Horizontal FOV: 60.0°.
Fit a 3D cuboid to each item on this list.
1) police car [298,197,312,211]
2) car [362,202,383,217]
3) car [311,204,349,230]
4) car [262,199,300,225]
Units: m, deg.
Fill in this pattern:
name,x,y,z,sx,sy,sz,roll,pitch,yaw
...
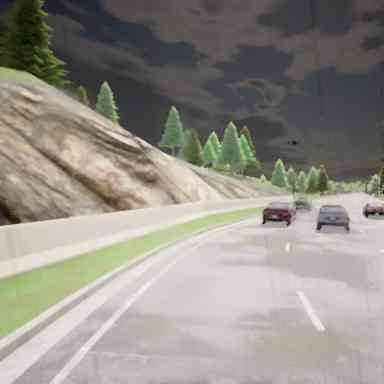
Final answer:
name,x,y,z,sx,sy,sz,roll,pitch,yaw
police car,13.393,1.467,40.244,2.038,1.542,4.974,1,0,24
car,16.911,1.624,30.815,1.895,1.301,4.718,1,0,24
car,8.950,1.543,21.197,2.033,1.411,5.357,1,0,23
car,6.342,1.442,23.983,1.882,1.535,5.008,1,0,23
